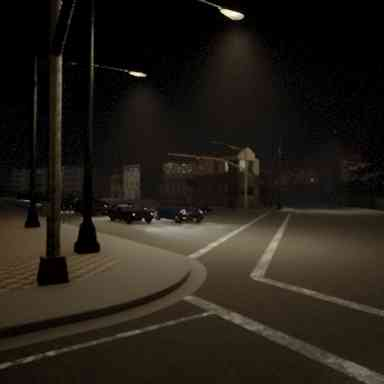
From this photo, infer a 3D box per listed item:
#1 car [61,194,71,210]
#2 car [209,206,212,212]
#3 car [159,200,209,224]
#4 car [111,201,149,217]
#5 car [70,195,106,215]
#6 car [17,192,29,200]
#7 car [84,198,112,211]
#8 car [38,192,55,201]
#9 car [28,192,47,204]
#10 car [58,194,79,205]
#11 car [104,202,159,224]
[{"bbox_3d":[-15.191,1.339,39.913,1.837,1.490,4.892,1,1,-36],"label":"car"},{"bbox_3d":[0.097,1.741,37.060,1.895,1.301,4.718,1,0,-36],"label":"car"},{"bbox_3d":[-1.083,1.459,26.402,2.097,1.767,4.553,1,0,-36],"label":"car"},{"bbox_3d":[-6.335,1.654,33.641,1.895,1.301,4.718,1,0,-36],"label":"car"},{"bbox_3d":[-9.948,1.354,32.671,2.097,1.767,4.553,1,1,-36],"label":"car"},{"bbox_3d":[-31.889,0.790,63.147,2.128,1.511,4.902,1,0,-36],"label":"car"},{"bbox_3d":[-11.607,1.464,40.932,1.994,1.385,4.181,1,1,-35],"label":"car"},{"bbox_3d":[-27.687,0.799,63.311,1.882,1.535,5.008,1,0,-36],"label":"car"},{"bbox_3d":[-23.057,1.020,50.796,2.033,1.411,5.357,1,1,-36],"label":"car"},{"bbox_3d":[-19.008,1.088,51.167,1.812,1.442,4.674,1,1,-36],"label":"car"},{"bbox_3d":[-4.772,1.666,25.528,1.895,1.301,4.718,1,0,-37],"label":"car"}]
